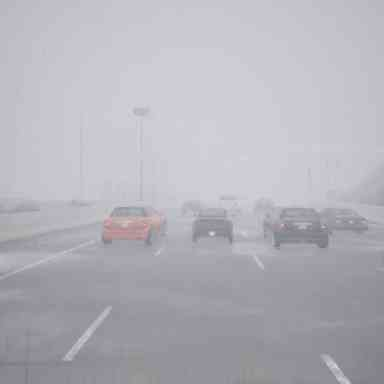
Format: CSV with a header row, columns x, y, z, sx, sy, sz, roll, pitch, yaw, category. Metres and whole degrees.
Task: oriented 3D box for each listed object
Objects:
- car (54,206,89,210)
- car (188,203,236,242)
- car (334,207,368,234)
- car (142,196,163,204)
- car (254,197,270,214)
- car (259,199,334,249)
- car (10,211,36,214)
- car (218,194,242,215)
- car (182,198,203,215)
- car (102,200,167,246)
x,y,z,sx,sy,sz,roll,pitch,yaw,category
-11.136,1.493,31.363,2.128,1.511,4.902,0,0,10,car
1.091,1.521,16.623,1.837,1.490,4.892,0,0,6,car
8.421,1.583,19.434,2.033,1.411,5.357,0,0,7,car
-8.077,1.573,68.098,2.033,1.411,5.357,0,0,20,car
7.999,1.401,36.641,2.097,1.767,4.553,0,0,13,car
4.451,1.375,14.930,2.097,1.767,4.553,0,0,5,car
-15.125,1.516,28.794,1.812,1.442,4.674,0,0,10,car
4.024,1.260,35.064,2.150,2.045,5.566,0,0,12,car
0.263,1.534,34.075,1.837,1.490,4.892,0,0,12,car
-2.513,1.359,15.605,2.097,1.767,4.553,0,0,5,car
